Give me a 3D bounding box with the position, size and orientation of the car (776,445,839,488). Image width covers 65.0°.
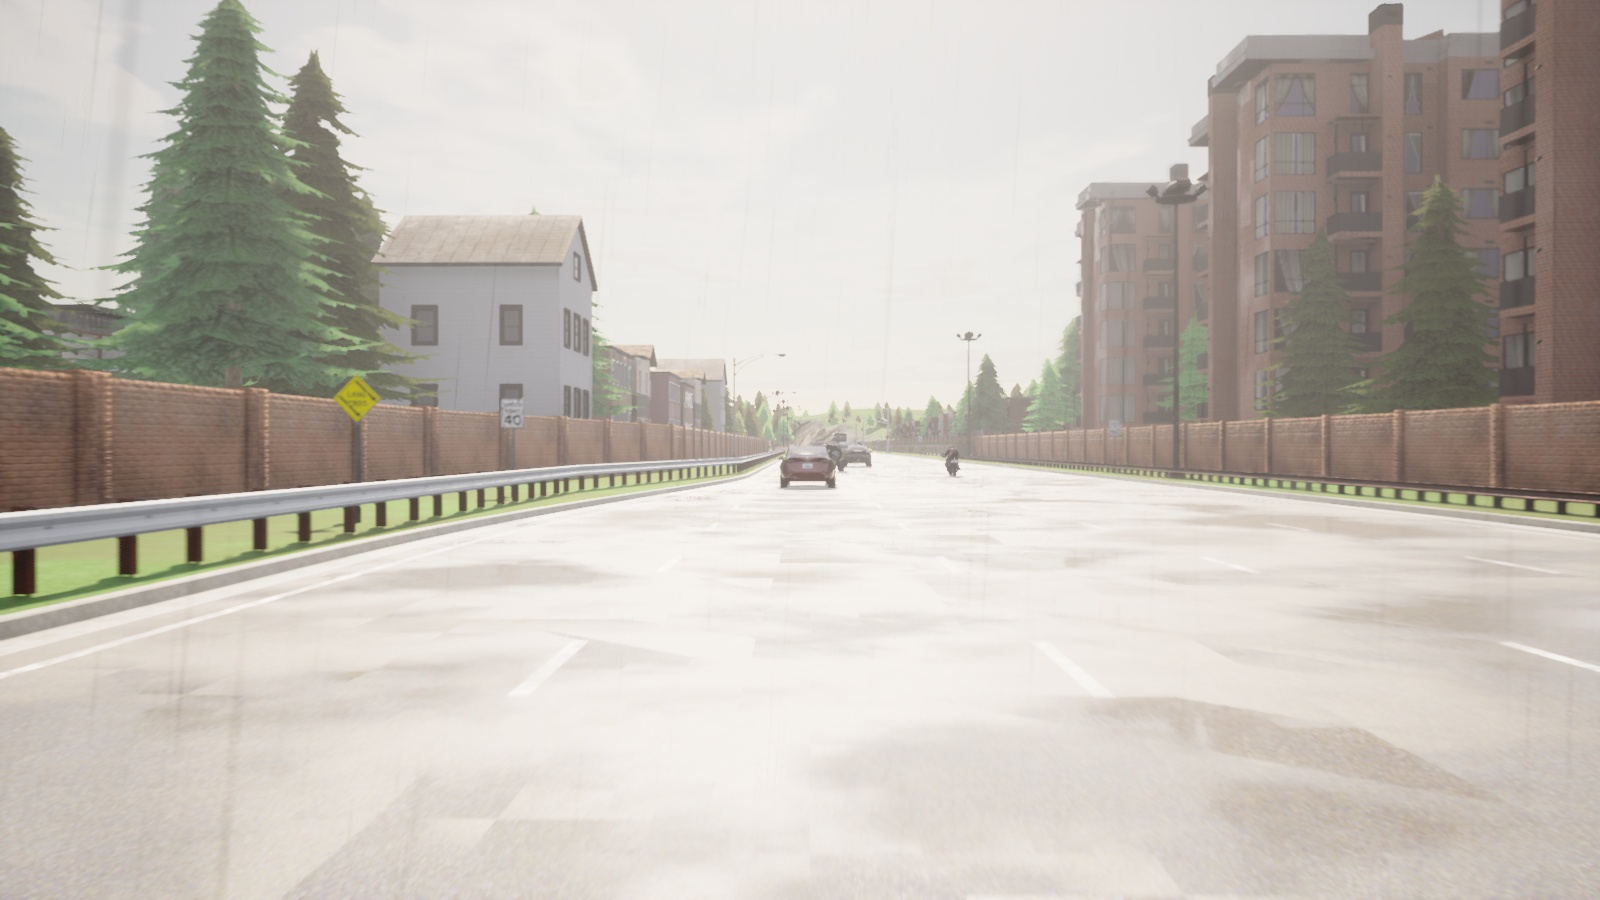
[{"bbox_3d":[0.279,0.571,45.874,2.163,1.488,4.792,0,0,0],"label":"car"}]

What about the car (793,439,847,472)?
[{"bbox_3d":[1.113,0.287,72.384,1.932,1.855,4.605,0,0,-14],"label":"car"}]

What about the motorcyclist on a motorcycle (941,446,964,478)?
[{"bbox_3d":[7.363,0.555,60.772,0.866,1.530,2.191,0,0,0],"label":"motorcyclist on a motorcycle"}]

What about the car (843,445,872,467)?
[{"bbox_3d":[4.022,0.416,88.465,1.837,1.490,4.892,0,0,0],"label":"car"}]
